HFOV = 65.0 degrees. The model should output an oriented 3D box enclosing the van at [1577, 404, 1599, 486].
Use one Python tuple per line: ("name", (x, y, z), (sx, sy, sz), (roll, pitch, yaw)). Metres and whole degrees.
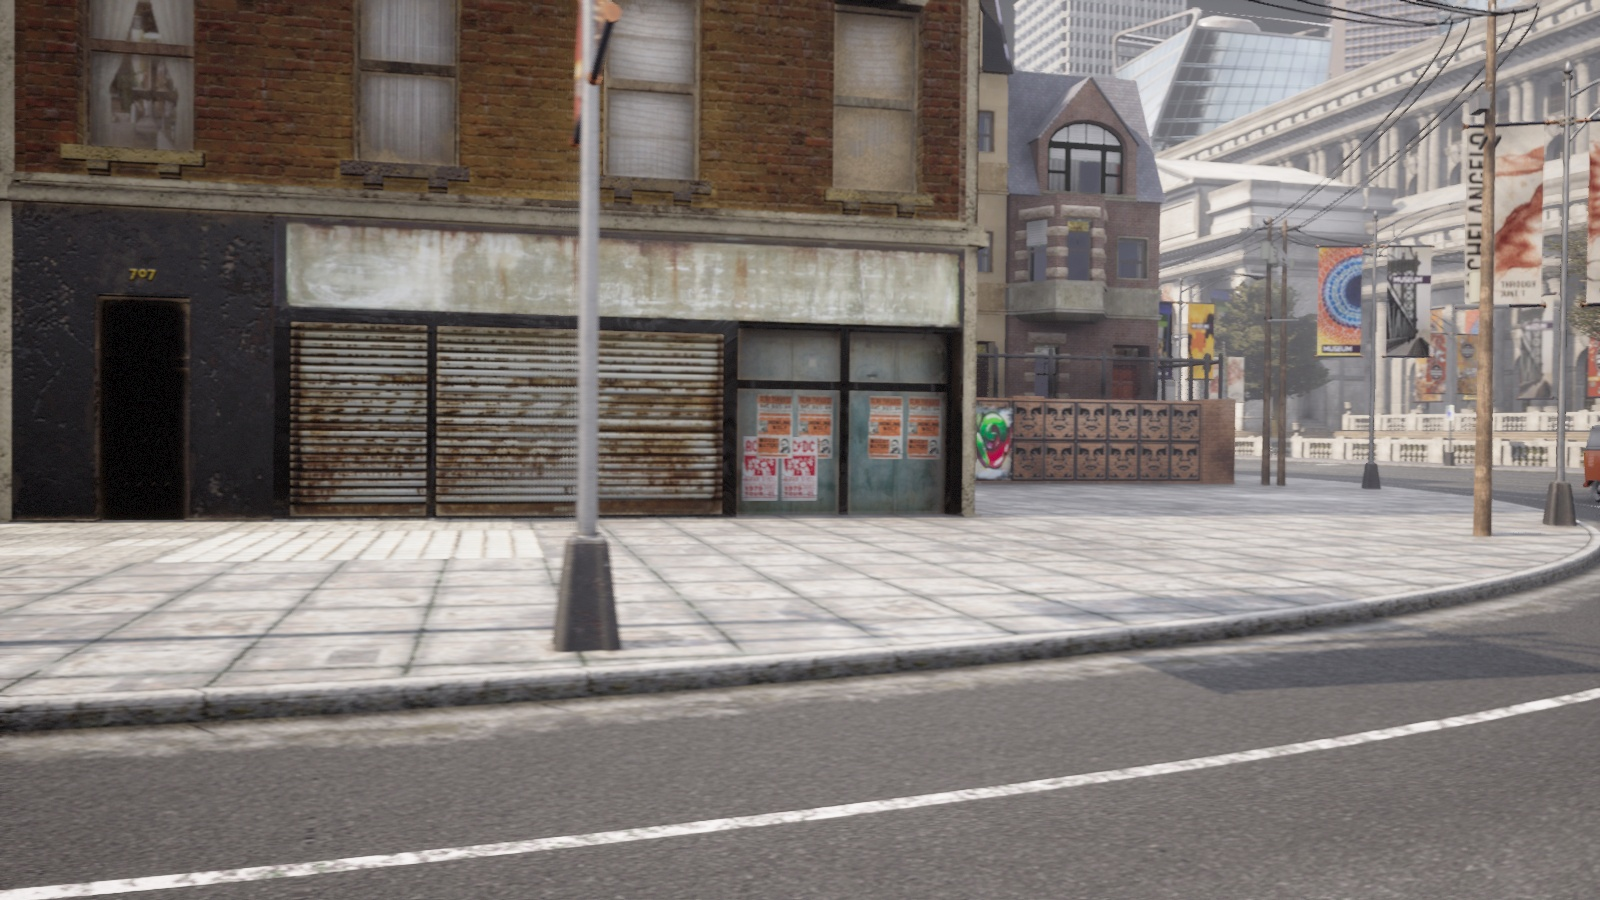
("van", (20.100, -0.116, 29.299), (1.775, 1.987, 4.442), (0, 1, 9))
